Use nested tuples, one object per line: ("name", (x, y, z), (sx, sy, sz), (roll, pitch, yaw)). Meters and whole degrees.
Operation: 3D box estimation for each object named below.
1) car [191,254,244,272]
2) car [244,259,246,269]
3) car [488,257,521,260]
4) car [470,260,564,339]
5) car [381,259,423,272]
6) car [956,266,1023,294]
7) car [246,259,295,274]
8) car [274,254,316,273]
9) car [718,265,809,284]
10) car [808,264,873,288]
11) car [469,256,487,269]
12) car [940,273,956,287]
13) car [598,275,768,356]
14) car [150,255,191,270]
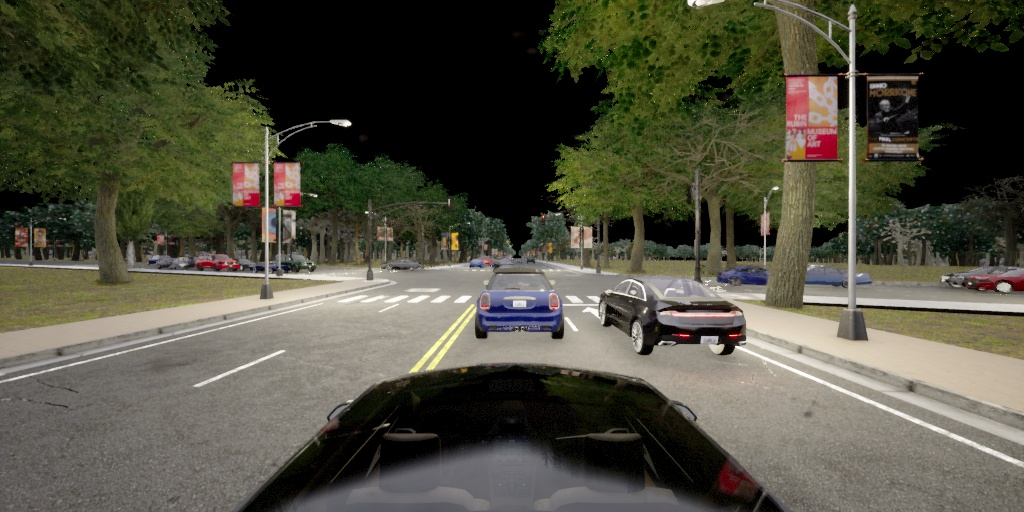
("car", (-35.056, 0.799, 42.630), (5.566, 2.045, 2.150), (0, 0, 24))
("car", (-34.655, 1.077, 46.020), (4.892, 1.490, 1.837), (0, 0, 24))
("car", (-0.921, 1.231, 40.868), (2.128, 1.511, 4.902), (0, 0, -16))
("car", (0.202, 1.102, 10.235), (2.097, 1.767, 4.553), (0, 0, 1))
("car", (-13.640, 1.169, 44.523), (4.902, 1.511, 2.128), (1, 1, -1))
("car", (30.146, 1.416, 20.787), (5.008, 1.535, 1.882), (0, 0, 24))
("car", (-25.993, 1.227, 38.566), (4.718, 1.301, 1.895), (0, 0, 27))
("car", (-25.497, 0.843, 41.922), (5.566, 2.045, 2.150), (0, 0, 24))
("car", (16.029, 1.386, 23.407), (4.674, 1.442, 1.812), (0, 0, 26))
("car", (21.166, 1.430, 24.826), (5.357, 1.411, 2.033), (0, 0, 21))
("car", (-5.585, 1.238, 56.696), (1.882, 1.535, 5.008), (0, 0, 1))
("car", (31.844, 1.431, 23.585), (4.902, 1.511, 2.128), (0, 0, 24))
("car", (3.437, 1.242, 8.644), (2.128, 1.511, 4.902), (0, 0, 0))
("car", (-44.245, 1.024, 46.758), (4.902, 1.511, 2.128), (0, 0, 24))
